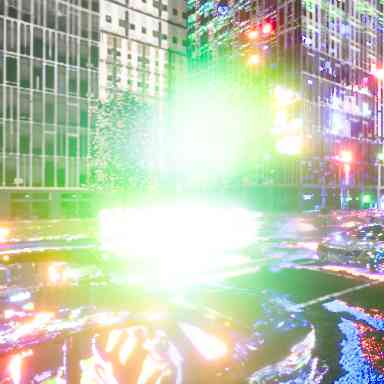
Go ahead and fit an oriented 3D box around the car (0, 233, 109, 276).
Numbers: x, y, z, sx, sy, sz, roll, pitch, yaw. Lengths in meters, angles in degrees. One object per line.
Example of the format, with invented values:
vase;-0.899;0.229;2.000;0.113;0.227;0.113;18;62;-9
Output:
car;-2.911;1.441;4.484;4.097;1.590;1.967;0;0;-36

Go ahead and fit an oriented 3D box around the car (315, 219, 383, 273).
car;5.957;1.573;10.814;4.829;1.417;1.752;0;0;-36

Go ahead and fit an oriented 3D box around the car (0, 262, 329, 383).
car;-1.216;1.549;2.457;5.357;1.411;2.033;0;0;-35
